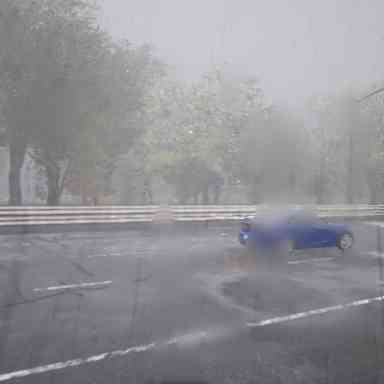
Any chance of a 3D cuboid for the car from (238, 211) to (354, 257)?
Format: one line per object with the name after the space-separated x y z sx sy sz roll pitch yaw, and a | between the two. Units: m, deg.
4.170 1.513 13.093 5.008 1.535 1.882 1 0 -27 | car
